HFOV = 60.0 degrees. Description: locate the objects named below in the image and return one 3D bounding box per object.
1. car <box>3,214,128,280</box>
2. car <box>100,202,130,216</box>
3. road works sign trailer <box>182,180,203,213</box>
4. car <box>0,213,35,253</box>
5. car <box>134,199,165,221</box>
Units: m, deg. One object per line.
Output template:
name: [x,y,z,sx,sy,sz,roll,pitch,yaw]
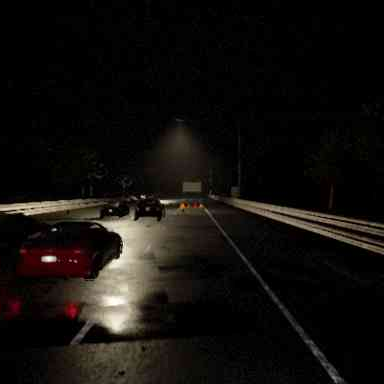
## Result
car: [-3.394,1.564,9.904,1.994,1.385,4.181,0,0,0]
car: [-6.885,1.563,30.174,1.994,1.385,4.181,0,0,0]
road works sign trailer: [0.017,0.463,37.655,2.380,3.560,2.880,0,0,0]
car: [-6.895,1.525,12.546,1.812,1.442,4.674,0,0,0]
car: [-3.388,1.351,27.507,2.097,1.767,4.553,0,0,0]
